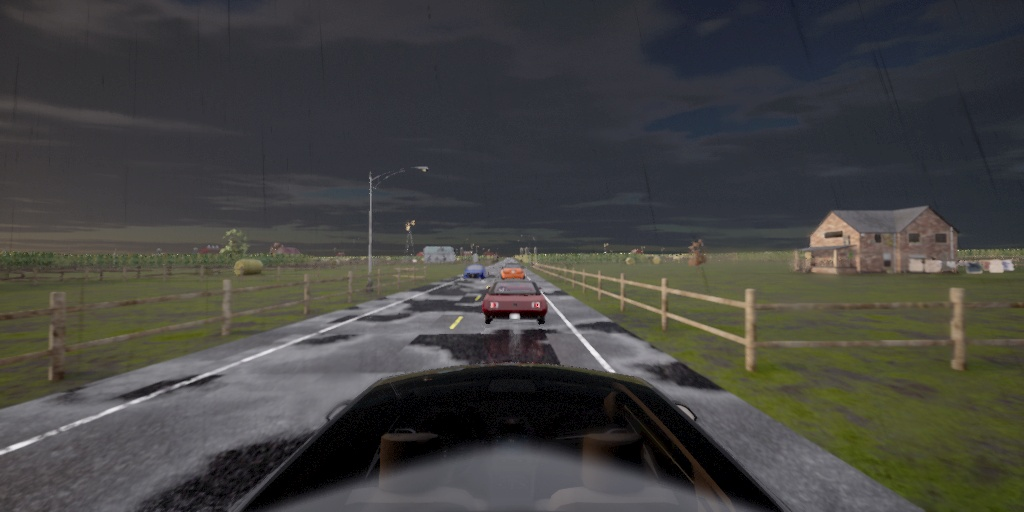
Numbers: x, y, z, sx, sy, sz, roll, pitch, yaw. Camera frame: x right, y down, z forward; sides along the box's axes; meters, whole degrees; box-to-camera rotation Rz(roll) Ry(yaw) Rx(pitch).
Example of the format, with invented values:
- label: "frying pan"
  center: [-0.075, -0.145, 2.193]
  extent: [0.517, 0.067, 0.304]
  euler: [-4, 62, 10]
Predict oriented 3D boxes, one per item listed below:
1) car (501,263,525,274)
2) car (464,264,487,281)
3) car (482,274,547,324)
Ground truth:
- label: "car"
  center: [0.093, 1.425, 33.446]
  extent: [2.097, 1.767, 4.553]
  euler: [0, -1, 0]
- label: "car"
  center: [-3.584, 1.571, 35.433]
  extent: [1.882, 1.535, 5.008]
  euler: [0, -1, 0]
- label: "car"
  center: [0.093, 1.464, 12.511]
  extent: [1.895, 1.301, 4.718]
  euler: [0, -1, 0]
